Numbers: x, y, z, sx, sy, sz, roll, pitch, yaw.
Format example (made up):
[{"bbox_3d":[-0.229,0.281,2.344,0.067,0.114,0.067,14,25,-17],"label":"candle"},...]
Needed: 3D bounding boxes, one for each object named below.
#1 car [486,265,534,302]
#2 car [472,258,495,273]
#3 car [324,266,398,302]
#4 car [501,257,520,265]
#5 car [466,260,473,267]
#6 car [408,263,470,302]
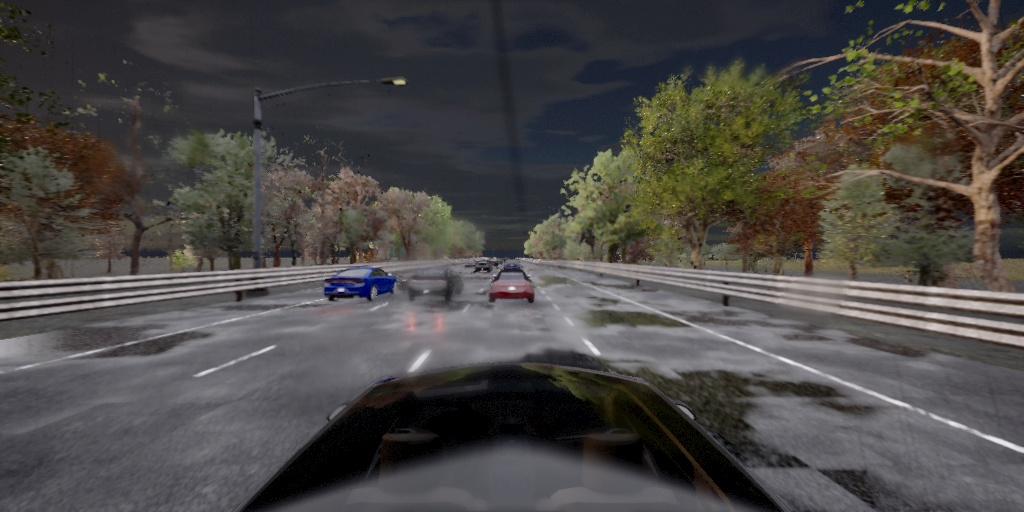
[{"bbox_3d":[-0.004,1.321,17.017,1.994,1.385,4.181,0,0,0],"label":"car"},{"bbox_3d":[-3.508,1.281,44.771,1.837,1.490,4.892,0,0,0],"label":"car"},{"bbox_3d":[-7.001,1.235,17.170,1.882,1.535,5.008,0,0,0],"label":"car"},{"bbox_3d":[-0.009,1.128,46.668,2.097,1.767,4.553,0,0,0],"label":"car"},{"bbox_3d":[-7.012,1.340,62.826,2.033,1.411,5.357,0,0,0],"label":"car"},{"bbox_3d":[-3.503,1.249,17.091,2.128,1.511,4.902,0,0,0],"label":"car"}]
